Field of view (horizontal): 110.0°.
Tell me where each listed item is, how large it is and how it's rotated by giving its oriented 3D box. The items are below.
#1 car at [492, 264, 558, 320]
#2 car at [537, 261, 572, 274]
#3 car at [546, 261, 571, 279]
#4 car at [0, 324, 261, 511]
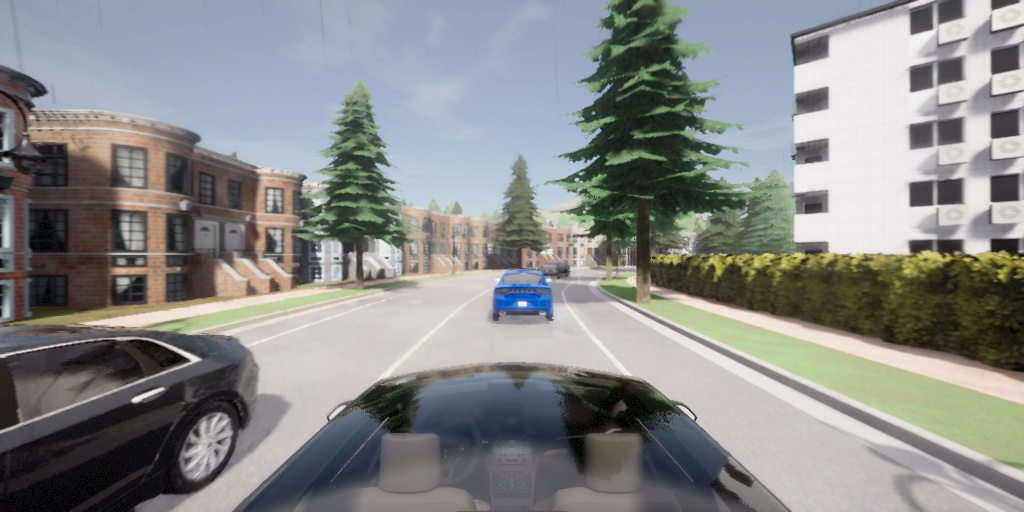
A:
[{"bbox_3d":[0.399,1.225,12.718,1.882,1.535,5.008,0,0,2],"label":"car"},{"bbox_3d":[5.150,1.292,42.719,2.033,1.411,5.357,0,0,33],"label":"car"},{"bbox_3d":[3.875,1.294,32.322,2.033,1.411,5.357,0,0,22],"label":"car"},{"bbox_3d":[-3.544,1.249,1.729,1.837,1.490,4.892,0,0,0],"label":"car"}]
